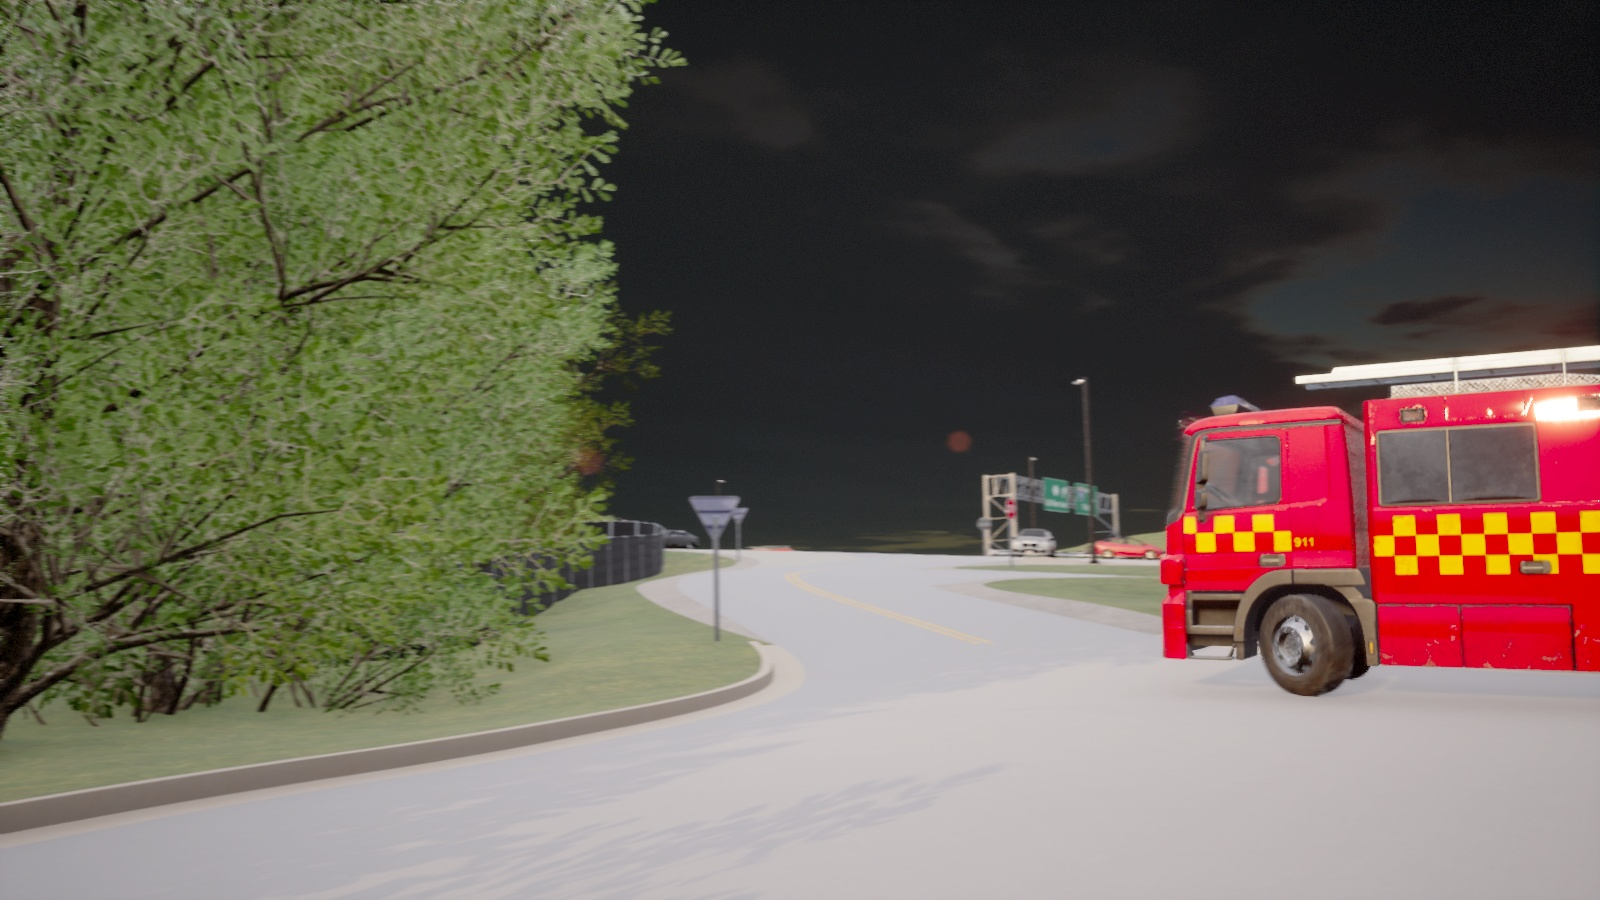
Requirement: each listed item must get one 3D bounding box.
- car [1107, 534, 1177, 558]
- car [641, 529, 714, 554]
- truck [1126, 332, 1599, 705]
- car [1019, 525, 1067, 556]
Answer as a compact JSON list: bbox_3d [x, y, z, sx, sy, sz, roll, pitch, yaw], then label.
[{"bbox_3d":[23.338,6.575,85.817,4.514,1.525,2.007,0,-5,15],"label":"car"},{"bbox_3d":[-8.509,6.407,87.632,2.128,1.511,4.902,-6,-9,40],"label":"car"},{"bbox_3d":[8.467,0.831,14.509,8.468,3.827,2.891,-4,-6,33],"label":"truck"},{"bbox_3d":[13.826,5.160,71.149,2.242,1.667,4.611,0,-4,16],"label":"car"}]
